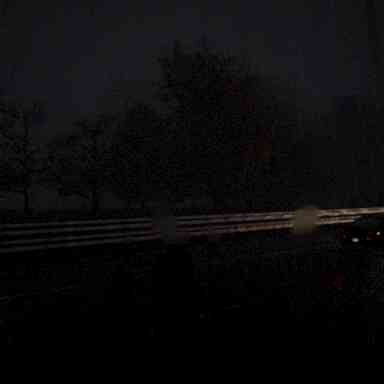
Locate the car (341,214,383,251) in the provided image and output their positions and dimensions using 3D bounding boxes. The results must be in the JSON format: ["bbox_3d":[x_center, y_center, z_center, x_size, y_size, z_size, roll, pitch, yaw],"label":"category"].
[{"bbox_3d":[8.245,1.702,14.406,4.674,1.442,1.812,1,-1,-37],"label":"car"}]
